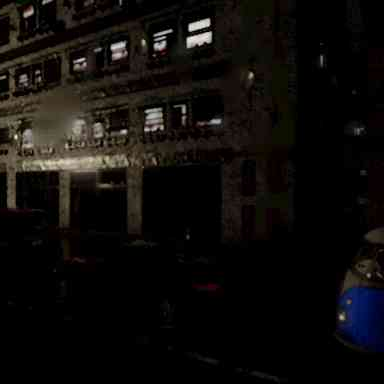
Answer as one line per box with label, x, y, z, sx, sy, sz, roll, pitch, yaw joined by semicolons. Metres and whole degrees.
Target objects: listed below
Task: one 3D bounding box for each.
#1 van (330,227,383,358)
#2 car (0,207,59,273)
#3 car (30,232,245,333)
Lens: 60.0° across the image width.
van;3.821;1.353;3.727;3.998;1.788;1.690;0;0;31
car;-5.913;1.366;9.522;5.009;1.841;2.192;0;0;31
car;-1.044;1.613;6.626;4.206;1.307;1.802;0;0;31
